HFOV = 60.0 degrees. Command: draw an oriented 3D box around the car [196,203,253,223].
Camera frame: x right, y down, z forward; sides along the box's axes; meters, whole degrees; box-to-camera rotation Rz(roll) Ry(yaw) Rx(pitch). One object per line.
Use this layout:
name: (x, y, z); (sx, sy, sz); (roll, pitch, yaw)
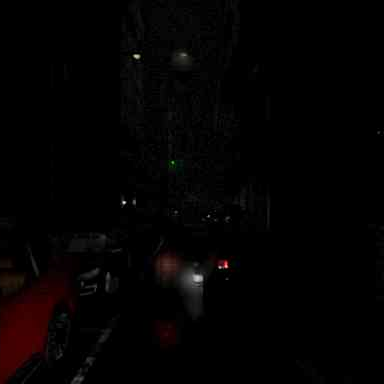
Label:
car: (2.908, 1.661, 26.226); (1.882, 1.535, 5.008); (-2, -2, 43)

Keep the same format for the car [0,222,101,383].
car: (-2.635, 1.331, 2.963); (2.192, 1.841, 5.009); (0, 0, 0)

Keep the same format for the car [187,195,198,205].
car: (0.080, 1.943, 72.332); (1.837, 1.490, 4.892); (0, 0, 0)

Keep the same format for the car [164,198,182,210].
car: (-2.810, 1.830, 46.575); (1.994, 1.385, 4.181); (0, 0, 0)

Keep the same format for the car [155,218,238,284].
car: (0.098, 1.652, 9.657); (1.895, 1.301, 4.718); (0, 0, 0)

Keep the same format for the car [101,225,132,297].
car: (-2.637, 1.596, 8.577); (2.008, 1.369, 4.403); (0, 0, 0)
